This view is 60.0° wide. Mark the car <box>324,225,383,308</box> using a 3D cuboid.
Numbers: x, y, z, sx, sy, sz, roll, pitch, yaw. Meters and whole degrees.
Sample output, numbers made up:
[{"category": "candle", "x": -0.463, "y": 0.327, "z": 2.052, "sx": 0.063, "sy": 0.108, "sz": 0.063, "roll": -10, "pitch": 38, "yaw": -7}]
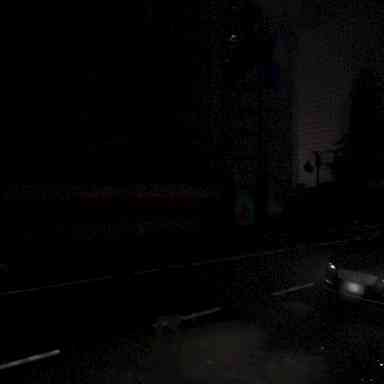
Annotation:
[{"category": "car", "x": 4.971, "y": 1.492, "z": 7.531, "sx": 4.902, "sy": 1.511, "sz": 2.128, "roll": 0, "pitch": 0, "yaw": -35}]
